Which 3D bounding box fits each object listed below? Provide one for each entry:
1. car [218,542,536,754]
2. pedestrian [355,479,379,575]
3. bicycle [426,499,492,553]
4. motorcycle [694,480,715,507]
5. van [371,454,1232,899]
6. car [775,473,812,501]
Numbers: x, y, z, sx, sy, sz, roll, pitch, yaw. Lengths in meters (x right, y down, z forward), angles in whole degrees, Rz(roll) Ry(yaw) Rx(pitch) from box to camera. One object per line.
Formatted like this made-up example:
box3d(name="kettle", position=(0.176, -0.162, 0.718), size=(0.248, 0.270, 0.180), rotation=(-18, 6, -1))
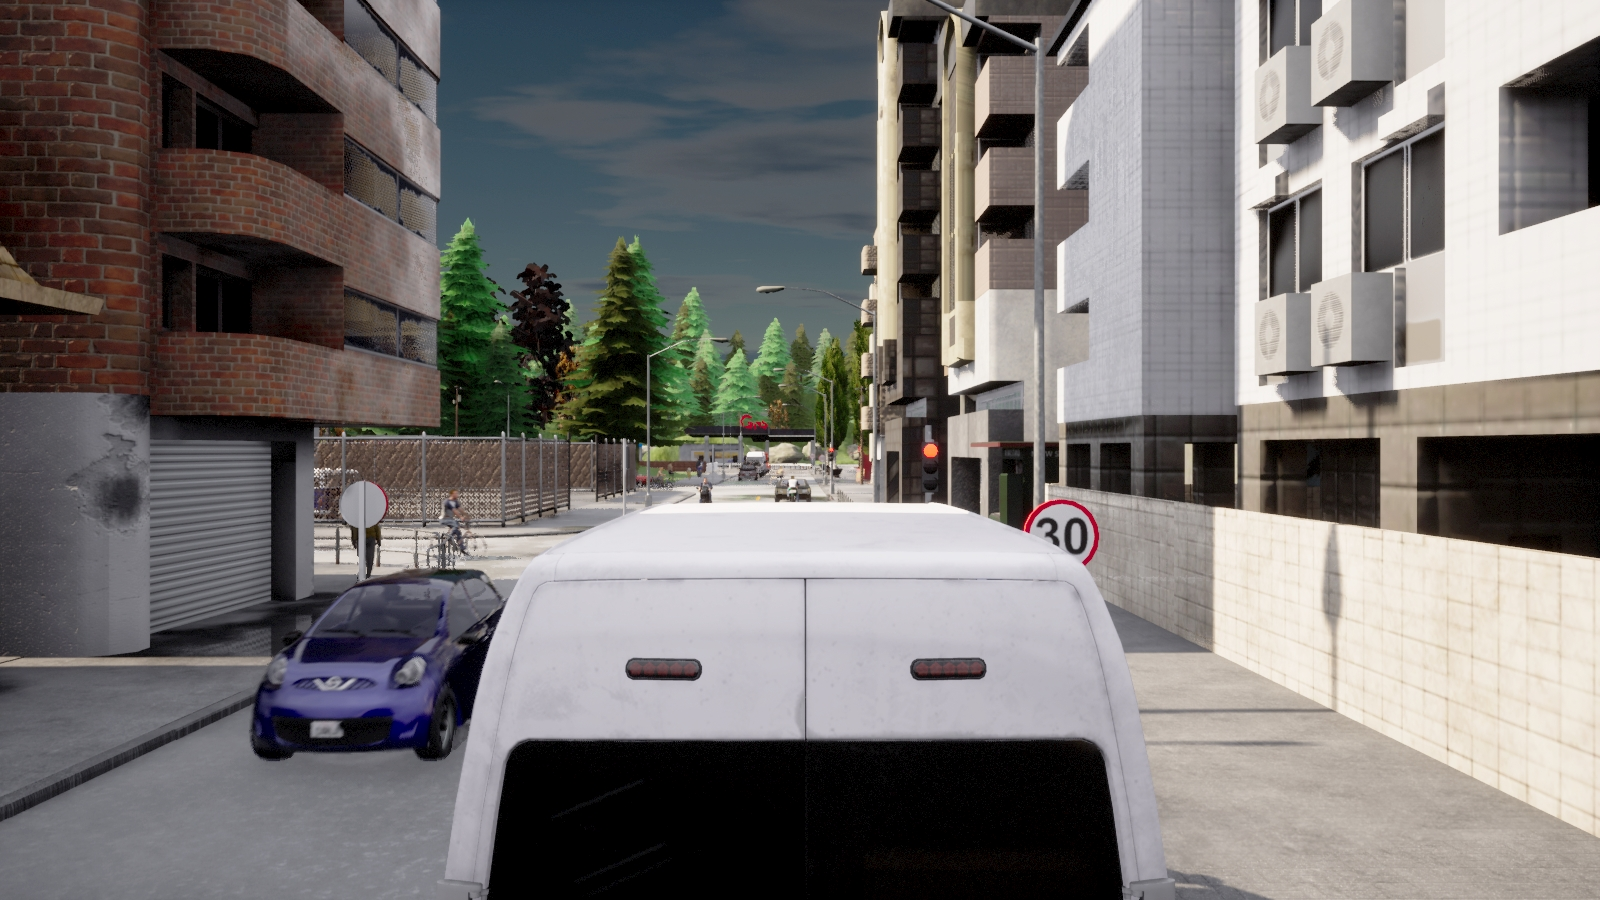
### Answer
box3d(name="car", position=(-3.987, 1.814, 11.454), size=(1.845, 1.501, 3.633), rotation=(0, 0, 0))
box3d(name="pedestrian", position=(-8.556, 1.507, 22.585), size=(0.375, 1.860, 0.375), rotation=(0, 0, -31))
box3d(name="bicycle", position=(-8.661, 1.925, 29.025), size=(1.643, 1.296, 0.373), rotation=(0, 2, 15))
box3d(name="motorcycle", position=(-4.334, 1.973, 52.180), size=(0.803, 1.145, 2.033), rotation=(0, 0, 0))
box3d(name="van", position=(-0.009, 1.312, 5.597), size=(1.988, 2.561, 5.915), rotation=(0, 0, 0))
box3d(name="car", position=(-0.339, 1.912, 60.159), size=(1.895, 1.301, 4.718), rotation=(0, 0, 0))
